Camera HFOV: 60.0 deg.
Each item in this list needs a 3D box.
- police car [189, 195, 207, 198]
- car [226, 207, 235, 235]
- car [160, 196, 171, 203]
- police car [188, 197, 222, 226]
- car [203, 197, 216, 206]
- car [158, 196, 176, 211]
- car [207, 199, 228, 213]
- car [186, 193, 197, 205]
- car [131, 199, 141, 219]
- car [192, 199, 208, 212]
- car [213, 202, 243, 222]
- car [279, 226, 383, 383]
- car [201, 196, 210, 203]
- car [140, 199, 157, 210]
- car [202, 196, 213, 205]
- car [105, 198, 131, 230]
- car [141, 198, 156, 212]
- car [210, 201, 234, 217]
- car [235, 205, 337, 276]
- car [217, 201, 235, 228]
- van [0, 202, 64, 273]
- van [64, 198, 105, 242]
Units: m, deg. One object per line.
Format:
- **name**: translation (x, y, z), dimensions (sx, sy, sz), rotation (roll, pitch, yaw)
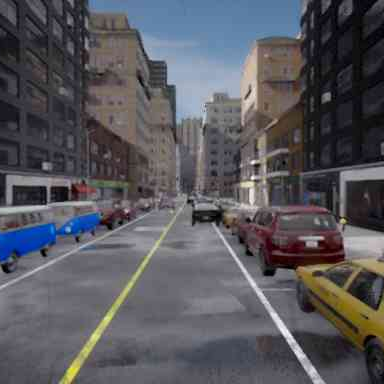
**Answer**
- **police car**: translation (0.901, 1.443, 33.813), dimensions (1.930, 1.638, 5.238), rotation (0, 0, 0)
- **car**: translation (2.857, 1.592, 15.889), dimensions (1.802, 1.307, 4.206), rotation (-1, 0, 0)
- **car**: translation (-5.674, 1.560, 71.747), dimensions (1.887, 1.381, 4.507), rotation (-1, 0, 0)
- **police car**: translation (0.900, 1.439, 23.812), dimensions (1.930, 1.638, 5.238), rotation (0, 0, 0)
- **car**: translation (2.867, 1.571, 54.990), dimensions (2.008, 1.369, 4.403), rotation (-1, 0, 0)
- **car**: translation (-3.085, 1.584, 41.728), dimensions (1.994, 1.385, 4.181), rotation (0, 0, 0)
- **car**: translation (2.862, 1.570, 38.232), dimensions (2.008, 1.369, 4.403), rotation (-1, 0, 0)
- **car**: translation (0.002, 1.497, 59.976), dimensions (1.882, 1.535, 5.008), rotation (0, 0, 0)
- **car**: translation (-5.677, 1.455, 27.061), dimensions (1.967, 1.590, 4.097), rotation (-1, 0, 0)
- **car**: translation (0.901, 1.545, 39.703), dimensions (1.812, 1.442, 4.674), rotation (0, 0, 0)
- **car**: translation (2.859, 1.581, 27.061), dimensions (1.947, 1.339, 4.313), rotation (-1, 0, 0)
- **car**: translation (2.853, 1.529, 4.887), dimensions (1.752, 1.417, 4.829), rotation (-1, 0, 0)
- **car**: translation (2.871, 1.598, 71.748), dimensions (1.802, 1.307, 4.206), rotation (-1, 0, 0)
- **car**: translation (-5.675, 1.602, 43.818), dimensions (1.802, 1.307, 4.206), rotation (-1, 0, 0)
- **car**: translation (2.868, 1.544, 60.746), dimensions (1.752, 1.417, 4.829), rotation (-1, 0, 0)
- **car**: translation (-5.679, 1.328, 21.476), dimensions (2.192, 1.841, 5.009), rotation (-1, 0, 0)
- **car**: translation (-5.677, 1.459, 38.232), dimensions (1.967, 1.590, 4.097), rotation (-1, 0, 0)
- **car**: translation (2.861, 1.583, 32.646), dimensions (1.947, 1.339, 4.313), rotation (-1, 0, 0)
- **car**: translation (2.852, 1.322, 10.303), dimensions (2.192, 1.841, 5.009), rotation (-1, 0, 0)
- **car**: translation (2.857, 1.539, 21.645), dimensions (1.752, 1.417, 4.829), rotation (-1, 0, 0)
- **van**: translation (-5.679, 1.348, 10.304), dimensions (1.690, 1.788, 3.998), rotation (-1, 0, 0)
- **van**: translation (-5.679, 1.351, 15.890), dimensions (1.690, 1.788, 3.998), rotation (-1, 0, 0)
